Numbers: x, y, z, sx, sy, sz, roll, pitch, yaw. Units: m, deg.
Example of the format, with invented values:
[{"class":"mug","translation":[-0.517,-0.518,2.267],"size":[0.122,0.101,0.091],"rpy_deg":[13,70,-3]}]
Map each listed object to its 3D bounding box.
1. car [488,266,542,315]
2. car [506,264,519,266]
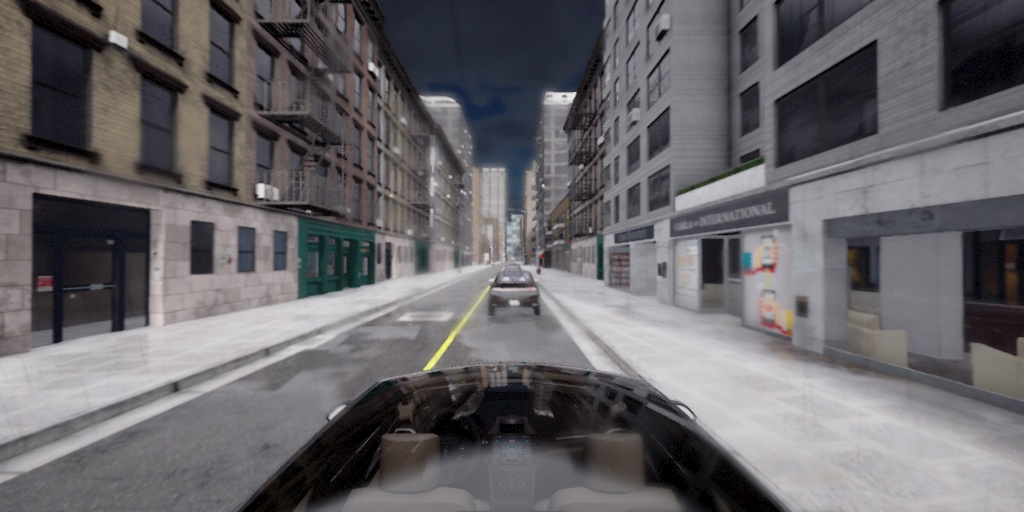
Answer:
[{"class":"car","translation":[0.087,1.310,13.914],"size":[2.128,1.511,4.902],"rpy_deg":[0,0,0]},{"class":"car","translation":[0.068,1.487,34.434],"size":[2.033,1.411,5.357],"rpy_deg":[0,0,0]}]
